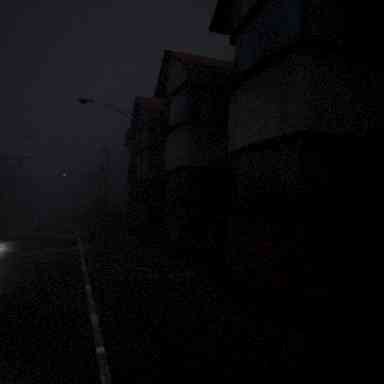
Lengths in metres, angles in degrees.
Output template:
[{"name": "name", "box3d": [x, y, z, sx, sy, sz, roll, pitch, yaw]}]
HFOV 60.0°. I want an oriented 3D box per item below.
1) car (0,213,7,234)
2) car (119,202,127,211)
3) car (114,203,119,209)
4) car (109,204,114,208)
[{"name": "car", "box3d": [-12.536, 1.909, 20.087, 1.882, 1.535, 5.008, 2, -2, -20]}, {"name": "car", "box3d": [-12.698, 3.325, 72.279, 5.027, 1.636, 2.152, 2, -2, -20]}, {"name": "car", "box3d": [-17.085, 3.559, 84.296, 3.866, 1.878, 1.905, 2, -2, -20]}, {"name": "car", "box3d": [-18.469, 3.638, 86.882, 4.605, 1.855, 1.932, 2, -2, -20]}]
